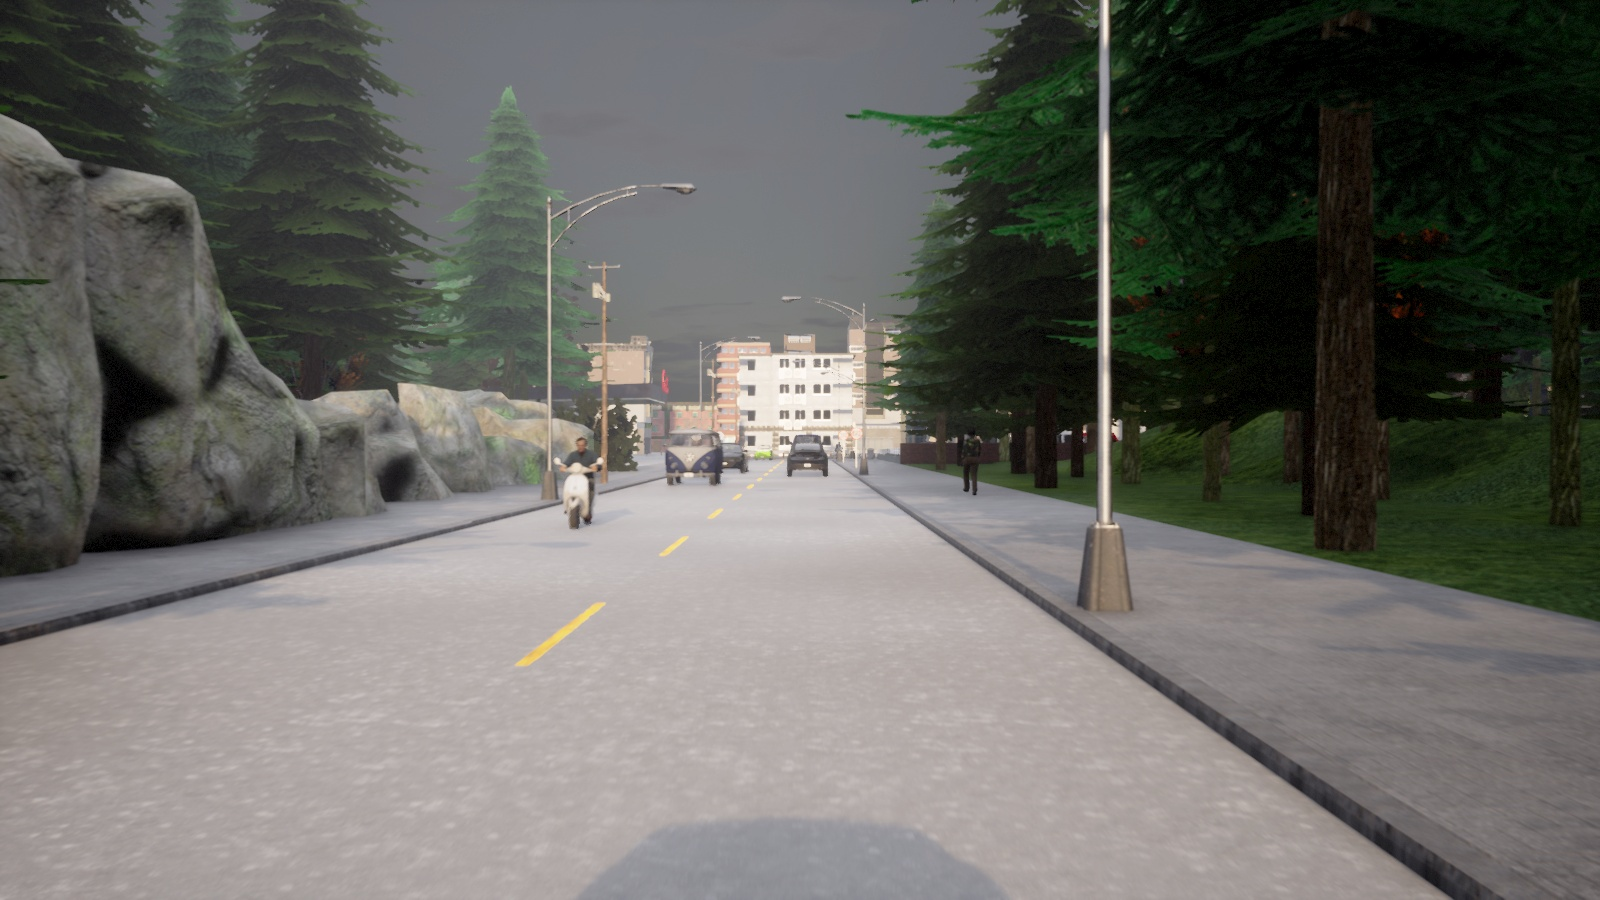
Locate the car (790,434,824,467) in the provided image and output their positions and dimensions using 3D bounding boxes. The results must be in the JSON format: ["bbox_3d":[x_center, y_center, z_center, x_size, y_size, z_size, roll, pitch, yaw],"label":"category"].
[{"bbox_3d":[0.460,0.003,82.058,2.150,2.045,5.566,0,0,0],"label":"car"}]

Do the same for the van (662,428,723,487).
[{"bbox_3d":[-3.731,0.248,44.225,1.775,1.987,4.442,0,0,0],"label":"van"}]

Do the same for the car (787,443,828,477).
[{"bbox_3d":[0.350,0.423,58.259,1.837,1.490,4.892,0,0,0],"label":"car"}]

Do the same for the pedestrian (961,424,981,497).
[{"bbox_3d":[4.515,0.273,33.172,0.395,1.930,0.692,0,0,-4],"label":"pedestrian"}]

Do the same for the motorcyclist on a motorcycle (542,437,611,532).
[{"bbox_3d":[-3.859,0.574,21.831,0.866,1.590,1.817,0,0,0],"label":"motorcyclist on a motorcycle"}]

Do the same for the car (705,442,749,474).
[{"bbox_3d":[-3.626,0.367,62.770,1.882,1.535,5.008,0,0,0],"label":"car"}]
